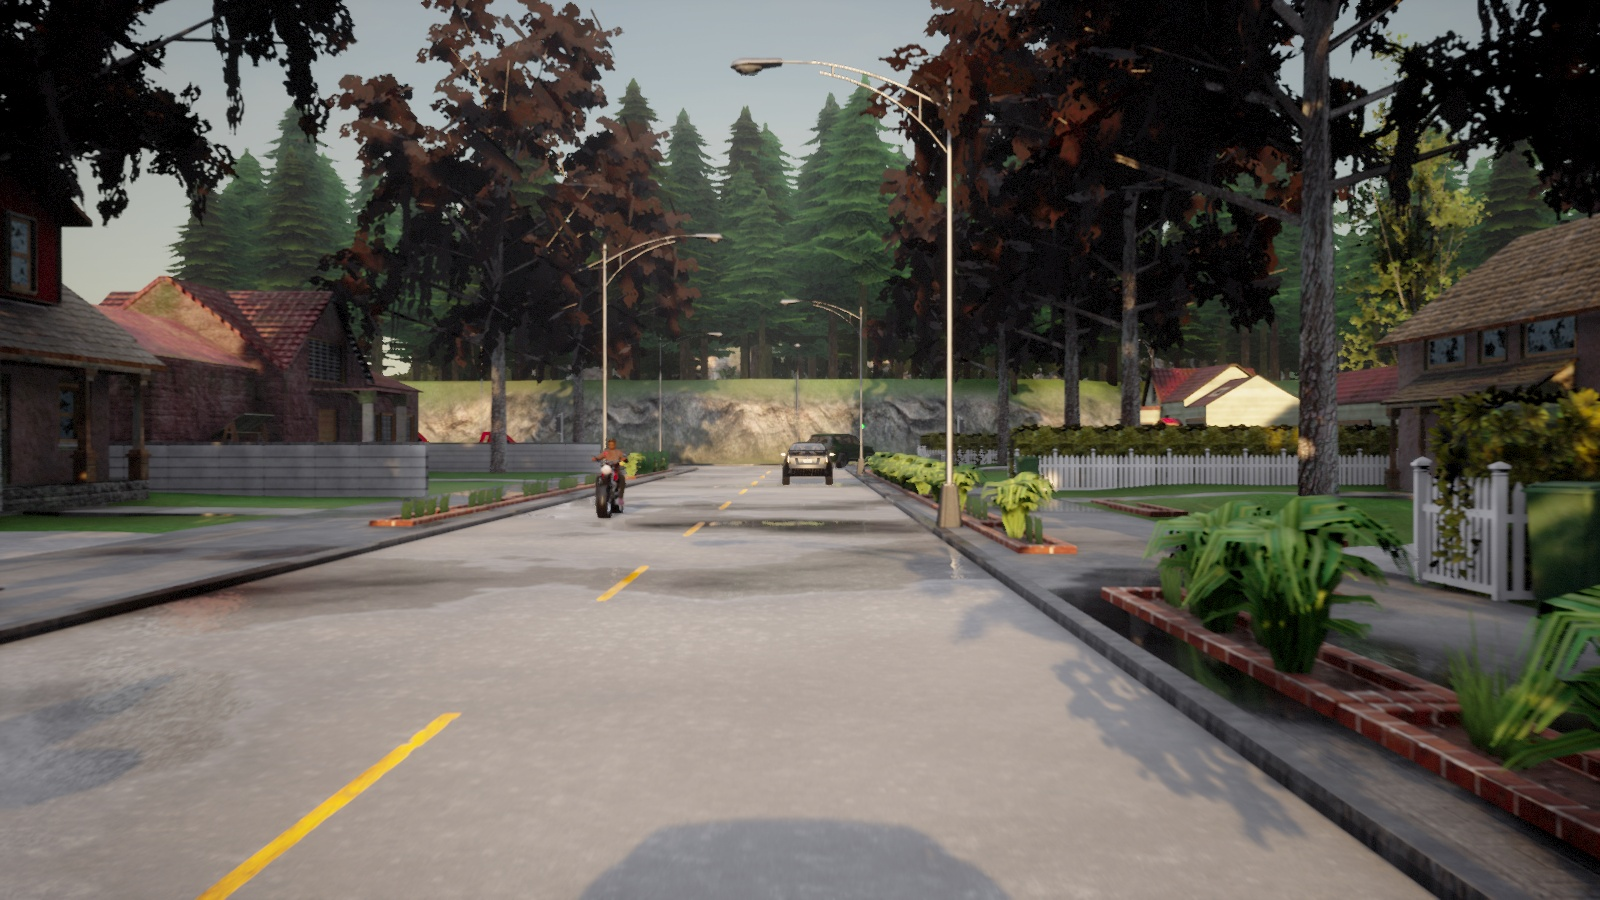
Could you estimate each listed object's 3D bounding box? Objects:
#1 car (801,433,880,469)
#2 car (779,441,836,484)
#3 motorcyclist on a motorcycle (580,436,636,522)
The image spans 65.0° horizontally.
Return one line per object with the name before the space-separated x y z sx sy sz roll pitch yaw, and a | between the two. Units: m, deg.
car | 2.496 0.044 75.120 2.150 2.045 5.566 0 0 33
car | 0.278 0.433 46.280 2.007 1.525 4.514 0 0 0
motorcyclist on a motorcycle | -3.841 0.551 25.286 0.766 1.649 2.350 0 0 0
